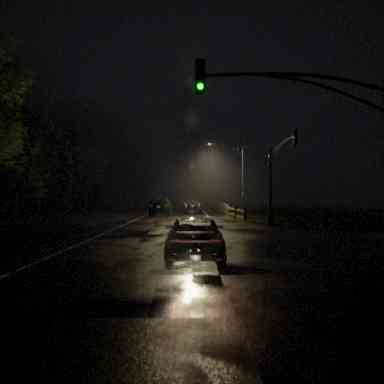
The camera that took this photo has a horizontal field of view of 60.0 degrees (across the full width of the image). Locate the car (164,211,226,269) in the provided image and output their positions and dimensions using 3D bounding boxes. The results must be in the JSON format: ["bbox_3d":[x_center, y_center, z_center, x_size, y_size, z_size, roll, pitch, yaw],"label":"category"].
[{"bbox_3d":[0.095,1.630,11.702,2.128,1.511,4.902,0,0,0],"label":"car"}]

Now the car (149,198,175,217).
[{"bbox_3d":[-3.415,1.642,36.674,2.150,2.045,5.566,0,-1,0],"label":"car"}]

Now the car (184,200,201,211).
[{"bbox_3d":[0.081,1.857,44.312,2.097,1.767,4.553,0,-1,0],"label":"car"}]

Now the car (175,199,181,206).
[{"bbox_3d":[-3.531,2.365,74.209,2.128,1.511,4.902,0,-1,0],"label":"car"}]
